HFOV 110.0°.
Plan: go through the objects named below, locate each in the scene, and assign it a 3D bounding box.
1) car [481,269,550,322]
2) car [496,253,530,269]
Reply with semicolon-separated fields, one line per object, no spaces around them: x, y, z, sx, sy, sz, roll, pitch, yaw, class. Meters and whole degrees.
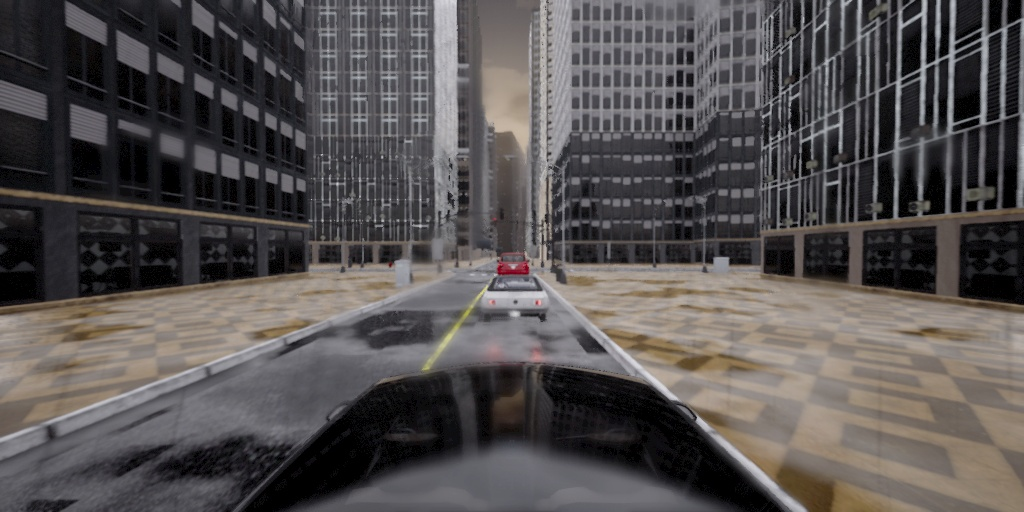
0.095;1.268;11.911;1.895;1.301;4.718;0;0;0;car
0.085;0.786;25.072;2.150;2.045;5.566;0;0;0;car
